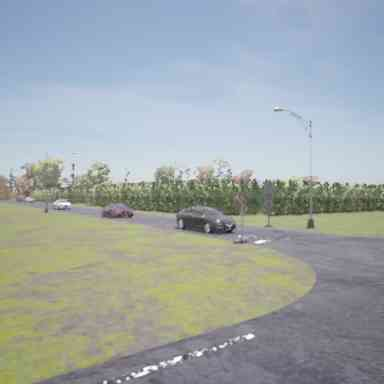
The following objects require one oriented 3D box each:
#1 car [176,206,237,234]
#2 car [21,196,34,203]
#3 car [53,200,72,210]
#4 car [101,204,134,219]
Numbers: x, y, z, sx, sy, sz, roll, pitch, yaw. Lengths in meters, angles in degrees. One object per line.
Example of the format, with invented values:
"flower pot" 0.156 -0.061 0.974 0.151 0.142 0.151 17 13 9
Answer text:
"car" 0.805 1.724 21.292 1.837 1.490 4.892 0 1 -35
"car" -41.154 2.006 83.860 1.812 1.442 4.674 0 0 -36
"car" -19.280 1.880 49.382 1.812 1.442 4.674 0 0 -36
"car" -7.369 1.838 32.811 1.994 1.385 4.181 0 0 -36
